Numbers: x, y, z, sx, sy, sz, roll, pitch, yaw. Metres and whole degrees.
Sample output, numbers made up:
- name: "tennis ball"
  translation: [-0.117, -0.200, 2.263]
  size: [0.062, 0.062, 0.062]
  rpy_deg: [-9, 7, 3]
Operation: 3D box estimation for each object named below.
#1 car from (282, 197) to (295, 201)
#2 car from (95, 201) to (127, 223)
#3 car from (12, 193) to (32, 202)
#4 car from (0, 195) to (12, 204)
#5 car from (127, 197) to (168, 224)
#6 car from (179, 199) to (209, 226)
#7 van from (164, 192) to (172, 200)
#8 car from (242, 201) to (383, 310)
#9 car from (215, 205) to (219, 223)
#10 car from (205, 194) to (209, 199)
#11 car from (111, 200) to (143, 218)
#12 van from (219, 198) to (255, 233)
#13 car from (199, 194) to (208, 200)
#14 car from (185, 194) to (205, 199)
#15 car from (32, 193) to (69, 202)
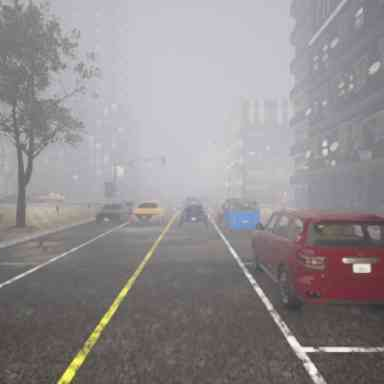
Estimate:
- name: "car"
  translation: [16.030, 1.524, 52.998]
  size: [4.097, 1.590, 1.967]
  rpy_deg: [1, -1, -1]
- name: "car"
  translation: [-5.691, 1.456, 24.299]
  size: [1.947, 1.339, 4.313]
  rpy_deg: [0, 0, 0]
- name: "car"
  translation: [-27.475, 0.832, 52.503]
  size: [4.313, 1.339, 1.947]
  rpy_deg: [1, -1, -1]
- name: "car"
  translation: [-27.368, 0.644, 44.127]
  size: [5.009, 1.841, 2.192]
  rpy_deg: [1, -1, -1]
- name: "car"
  translation: [-3.062, 1.369, 23.901]
  size: [1.882, 1.535, 5.008]
  rpy_deg: [0, 0, 0]
- name: "car"
  translation: [0.097, 1.425, 22.227]
  size: [1.812, 1.442, 4.674]
  rpy_deg: [0, 0, 0]
- name: "van"
  translation: [-5.690, 0.998, 79.156]
  size: [1.690, 1.788, 3.998]
  rpy_deg: [0, 0, 0]
- name: "car"
  translation: [2.688, 1.279, 7.646]
  size: [2.192, 1.841, 5.009]
  rpy_deg: [0, 0, 0]
- name: "car"
  translation: [2.689, 1.330, 24.299]
  size: [1.967, 1.590, 4.097]
  rpy_deg: [0, 0, 0]
- name: "car"
  translation: [2.691, 1.264, 69.190]
  size: [1.947, 1.339, 4.313]
  rpy_deg: [0, 0, 0]
- name: "car"
  translation: [-5.691, 1.432, 29.545]
  size: [1.947, 1.339, 4.313]
  rpy_deg: [0, 0, 0]
- name: "van"
  translation: [2.688, 1.256, 18.748]
  size: [1.690, 1.788, 3.998]
  rpy_deg: [0, 0, 0]
- name: "car"
  translation: [2.691, 1.202, 79.157]
  size: [1.887, 1.381, 4.507]
  rpy_deg: [0, 0, 0]
- name: "car"
  translation: [-0.043, 1.184, 37.524]
  size: [2.097, 1.767, 4.553]
  rpy_deg: [0, 0, -3]
- name: "car"
  translation: [-22.029, 0.893, 52.653]
  size: [4.829, 1.417, 1.752]
  rpy_deg: [1, -1, -1]
